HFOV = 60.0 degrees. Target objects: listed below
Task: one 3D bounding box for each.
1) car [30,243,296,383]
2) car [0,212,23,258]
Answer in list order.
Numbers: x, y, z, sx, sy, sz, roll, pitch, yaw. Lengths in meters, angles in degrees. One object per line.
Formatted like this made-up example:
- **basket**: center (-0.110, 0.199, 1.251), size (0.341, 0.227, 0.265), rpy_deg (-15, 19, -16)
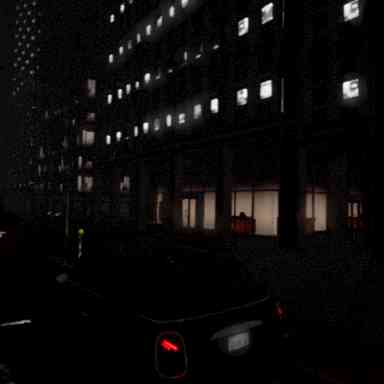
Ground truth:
- **car**: center (-0.848, 1.555, 4.994), size (2.097, 1.767, 4.553), rpy_deg (3, -3, -38)
- **car**: center (-8.656, 1.758, 14.181), size (2.192, 1.841, 5.009), rpy_deg (2, -3, -38)
